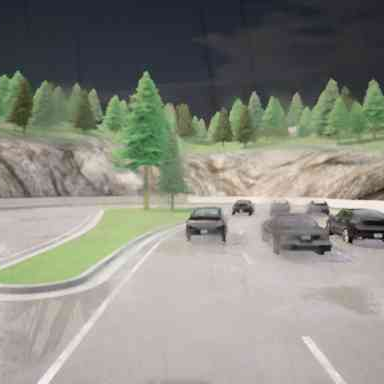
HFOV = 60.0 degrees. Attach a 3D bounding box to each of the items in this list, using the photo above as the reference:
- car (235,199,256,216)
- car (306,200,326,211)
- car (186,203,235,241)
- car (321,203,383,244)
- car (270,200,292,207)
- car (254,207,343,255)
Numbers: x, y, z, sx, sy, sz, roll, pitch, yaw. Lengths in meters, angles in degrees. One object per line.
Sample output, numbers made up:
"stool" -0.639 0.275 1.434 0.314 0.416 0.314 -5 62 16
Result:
"car" 5.174 1.505 33.134 1.837 1.490 4.892 0 0 15
"car" 12.427 1.493 32.967 2.128 1.511 4.902 0 0 16
"car" 0.877 1.491 16.611 2.128 1.511 4.902 0 0 8
"car" 7.787 1.505 15.702 1.837 1.490 4.892 -1 0 8
"car" 8.827 1.492 33.077 2.128 1.511 4.902 0 0 16
"car" 3.940 1.548 13.410 2.033 1.411 5.357 0 0 4
